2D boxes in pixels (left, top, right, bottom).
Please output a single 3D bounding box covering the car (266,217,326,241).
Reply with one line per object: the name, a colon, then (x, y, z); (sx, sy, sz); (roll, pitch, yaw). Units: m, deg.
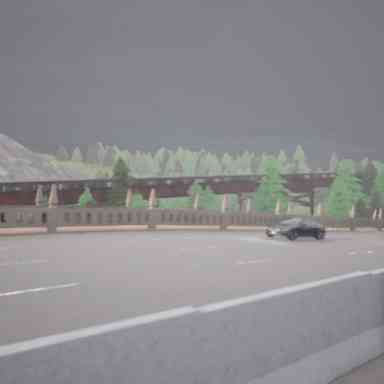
car: (6.911, 2.392, 21.814); (4.674, 1.442, 1.812); (5, -3, -35)
